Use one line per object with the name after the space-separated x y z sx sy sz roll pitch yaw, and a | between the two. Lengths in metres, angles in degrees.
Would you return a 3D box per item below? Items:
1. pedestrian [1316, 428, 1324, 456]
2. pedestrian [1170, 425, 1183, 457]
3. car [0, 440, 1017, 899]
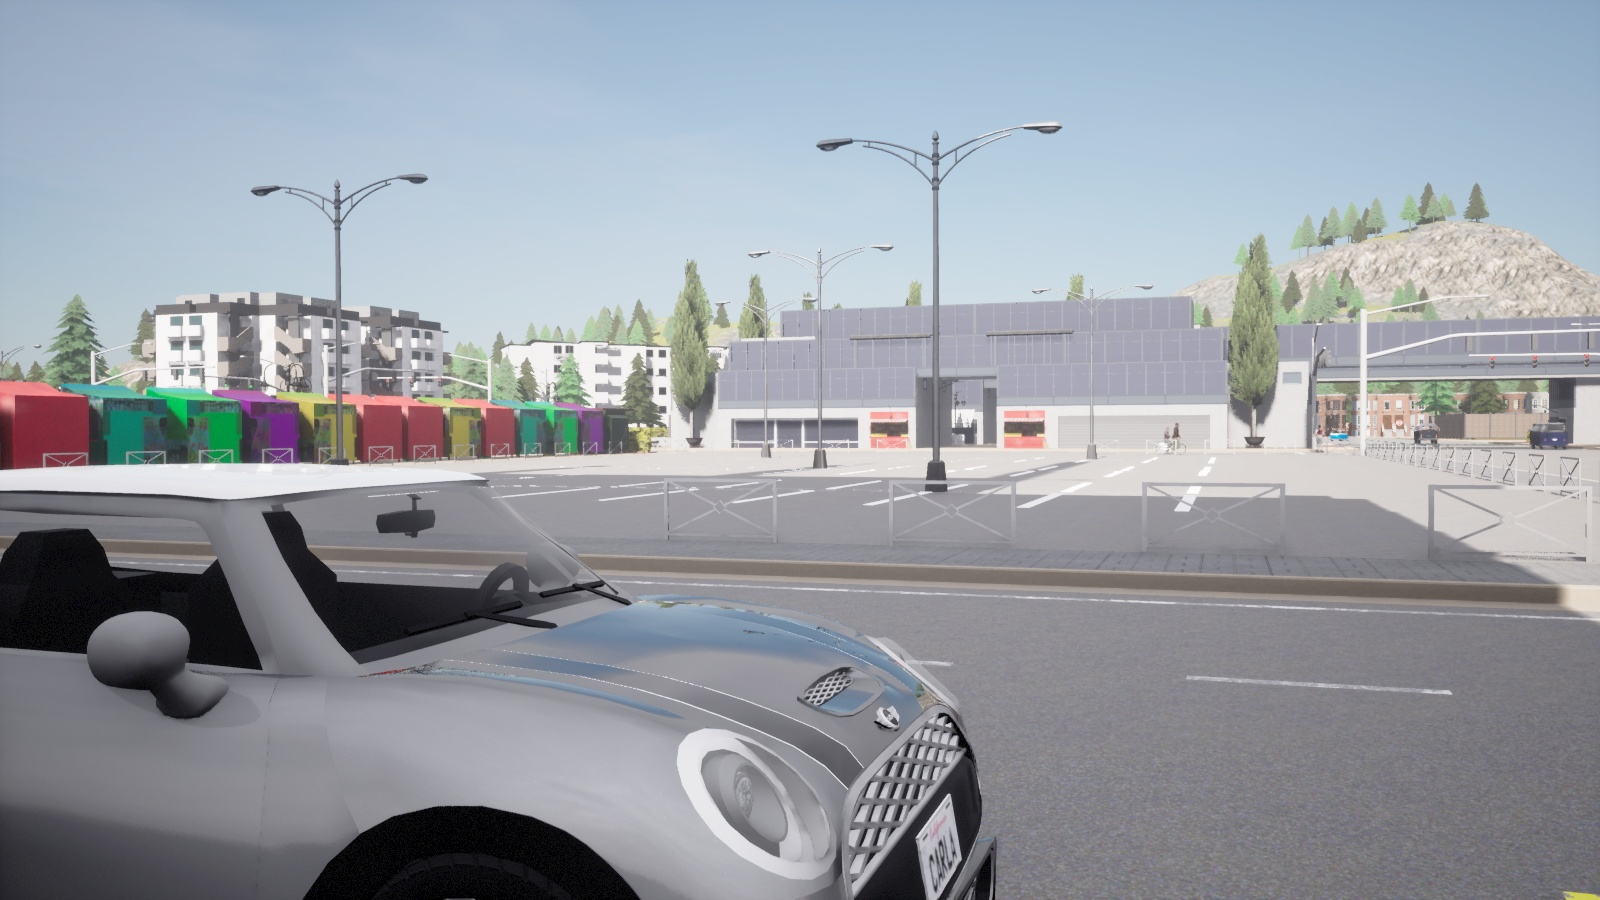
33.913 -0.524 81.961 0.345 1.836 0.594 0 1 11 | pedestrian
21.201 -0.512 70.721 0.703 1.840 0.431 1 1 19 | pedestrian
-1.428 0.728 3.672 3.806 1.475 1.970 1 1 18 | car
